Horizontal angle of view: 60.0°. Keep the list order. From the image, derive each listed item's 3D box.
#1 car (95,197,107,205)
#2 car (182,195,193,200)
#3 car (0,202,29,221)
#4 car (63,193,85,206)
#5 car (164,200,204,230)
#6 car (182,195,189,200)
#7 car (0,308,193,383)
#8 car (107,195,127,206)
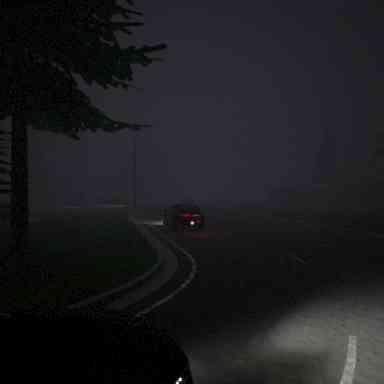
[{"bbox_3d":[-15.923,1.549,59.865,2.033,1.411,5.357,0,0,-1],"label":"car"},{"bbox_3d":[-0.709,1.516,58.024,1.812,1.442,4.674,0,0,-1],"label":"car"},{"bbox_3d":[-14.052,1.513,24.113,1.837,1.490,4.892,0,0,14],"label":"car"},{"bbox_3d":[-19.308,1.226,54.713,2.150,2.045,5.566,0,0,-1],"label":"car"},{"bbox_3d":[-0.605,1.501,21.259,1.837,1.490,4.892,0,0,-14],"label":"car"},{"bbox_3d":[-1.764,1.580,92.621,1.895,1.301,4.718,0,0,-2],"label":"car"},{"bbox_3d":[-2.258,1.493,2.087,4.902,1.511,2.128,0,1,-31],"label":"car"},{"bbox_3d":[-12.345,1.351,56.330,2.097,1.767,4.553,0,0,-1],"label":"car"}]
